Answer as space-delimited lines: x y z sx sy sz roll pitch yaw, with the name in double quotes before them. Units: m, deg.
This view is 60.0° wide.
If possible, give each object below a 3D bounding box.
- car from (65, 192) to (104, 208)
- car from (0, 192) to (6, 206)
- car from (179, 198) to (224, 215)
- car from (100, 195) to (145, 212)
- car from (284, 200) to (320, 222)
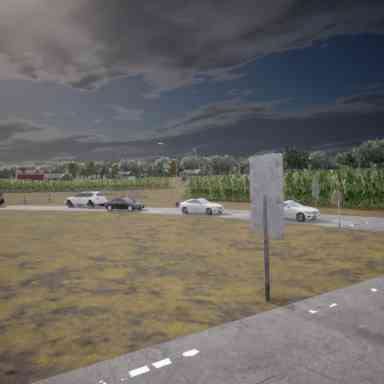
"car" -13.910 0.989 43.488 5.566 2.045 2.150 -1 2 20
"car" -29.248 1.024 46.774 5.566 2.045 2.150 0 1 5
"car" 0.848 1.340 31.588 4.674 1.442 1.812 0 2 39
"car" -7.566 1.351 37.287 4.892 1.490 1.837 0 2 28
"car" 7.282 1.361 25.251 1.812 1.442 4.674 -3 2 -42
